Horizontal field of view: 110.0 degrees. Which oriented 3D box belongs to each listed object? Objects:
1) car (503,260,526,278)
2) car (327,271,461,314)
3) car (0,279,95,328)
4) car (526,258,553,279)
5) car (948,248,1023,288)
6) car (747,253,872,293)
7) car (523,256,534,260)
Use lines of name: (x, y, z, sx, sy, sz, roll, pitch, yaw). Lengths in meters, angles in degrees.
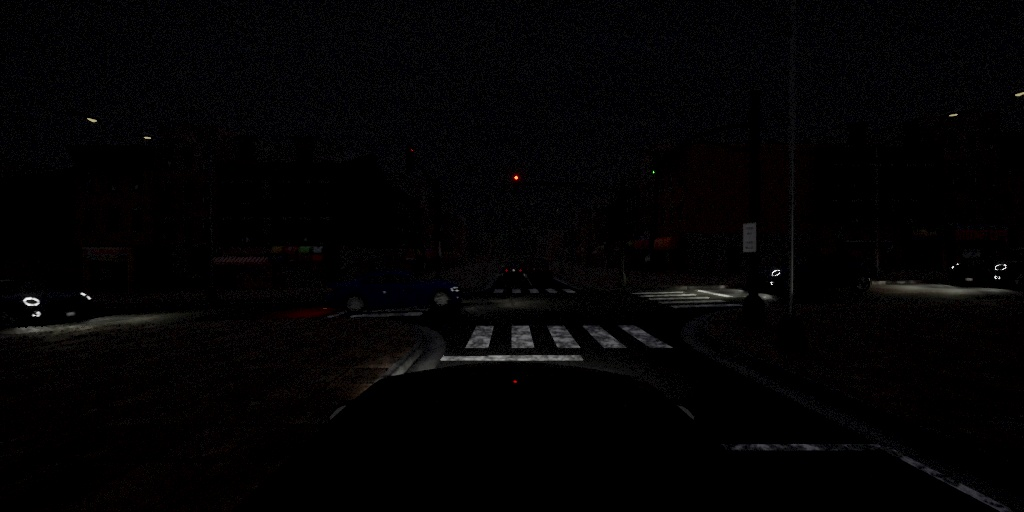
car: (0.126, 1.336, 34.965, 2.033, 1.411, 5.357, 0, 0, 0)
car: (-4.552, 1.316, 14.289, 5.008, 1.535, 1.882, -2, 1, -14)
car: (-18.660, 1.657, 13.322, 4.553, 1.767, 2.097, -2, 0, 0)
car: (2.635, 1.224, 33.166, 1.967, 1.591, 4.097, 0, 0, 0)
car: (23.077, 0.433, 16.351, 4.553, 1.767, 2.097, -1, 0, 0)
car: (13.359, 0.685, 16.355, 4.553, 1.767, 2.097, -1, 0, 1)
car: (2.634, 1.112, 38.567, 2.192, 1.841, 5.009, 0, 0, 0)
